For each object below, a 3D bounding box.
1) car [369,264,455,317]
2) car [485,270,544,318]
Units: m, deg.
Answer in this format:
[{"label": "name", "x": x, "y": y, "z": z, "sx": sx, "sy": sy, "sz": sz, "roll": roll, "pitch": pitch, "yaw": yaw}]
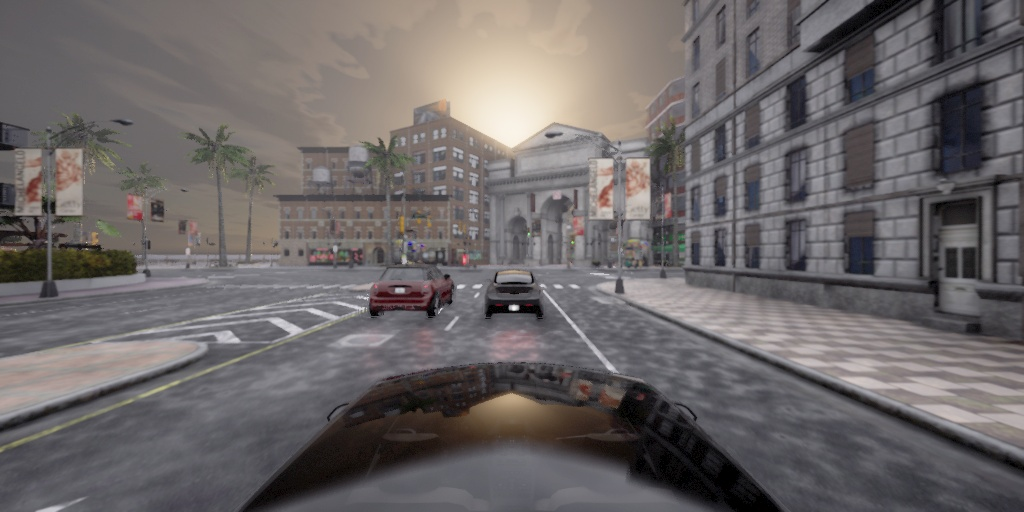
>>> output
[{"label": "car", "x": -3.424, "y": 1.067, "z": 13.115, "sx": 2.097, "sy": 1.767, "sz": 4.553, "roll": 0, "pitch": 0, "yaw": 0}, {"label": "car", "x": 0.075, "y": 1.222, "z": 12.756, "sx": 1.837, "sy": 1.490, "sz": 4.892, "roll": 0, "pitch": 0, "yaw": 0}]
